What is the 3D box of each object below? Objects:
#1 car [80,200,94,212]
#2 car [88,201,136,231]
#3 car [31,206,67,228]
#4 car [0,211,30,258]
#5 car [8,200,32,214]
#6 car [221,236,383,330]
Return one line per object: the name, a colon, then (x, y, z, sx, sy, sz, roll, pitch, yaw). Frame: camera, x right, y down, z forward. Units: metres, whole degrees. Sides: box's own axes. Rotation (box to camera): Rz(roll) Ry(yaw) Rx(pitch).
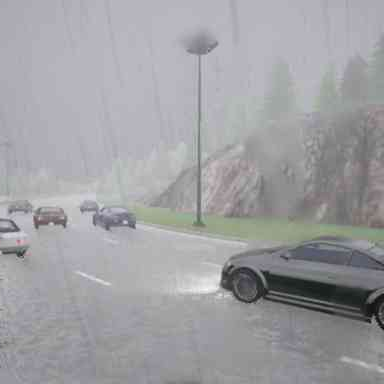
car: (-12.089, 1.619, 38.994, 1.994, 1.385, 4.181, 0, 0, -20)
car: (-4.971, 1.564, 21.055, 1.812, 1.442, 4.674, 0, 0, -30)
car: (-9.498, 1.620, 22.242, 1.895, 1.301, 4.718, 0, 0, -25)
car: (-7.386, 1.601, 12.046, 1.895, 1.301, 4.718, 0, 0, -38)
car: (-18.403, 1.561, 35.776, 2.033, 1.411, 5.357, 0, 0, -19)
car: (2.674, 1.599, 6.760, 4.181, 1.385, 1.994, 0, 0, 38)
